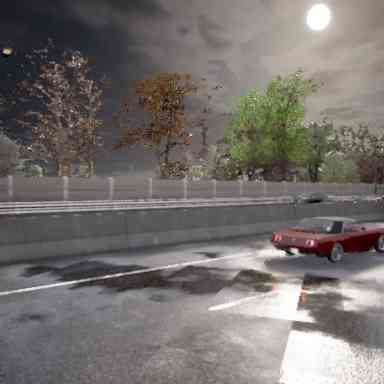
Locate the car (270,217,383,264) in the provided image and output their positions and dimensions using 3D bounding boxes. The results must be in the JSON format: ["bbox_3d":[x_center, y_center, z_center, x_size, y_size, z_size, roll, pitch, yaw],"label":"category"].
[{"bbox_3d":[4.994,1.523,11.614,4.718,1.301,1.895,-1,0,-36],"label":"car"}]

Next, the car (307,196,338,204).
[{"bbox_3d":[15.049,1.381,36.240,4.718,1.301,1.895,0,0,-35],"label":"car"}]

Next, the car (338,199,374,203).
[{"bbox_3d":[17.091,1.381,33.398,4.718,1.301,1.895,0,0,-35],"label":"car"}]

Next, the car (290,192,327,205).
[{"bbox_3d":[14.133,0.993,39.881,5.566,2.045,2.150,0,0,-35],"label":"car"}]
